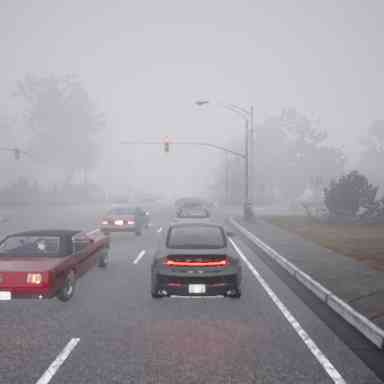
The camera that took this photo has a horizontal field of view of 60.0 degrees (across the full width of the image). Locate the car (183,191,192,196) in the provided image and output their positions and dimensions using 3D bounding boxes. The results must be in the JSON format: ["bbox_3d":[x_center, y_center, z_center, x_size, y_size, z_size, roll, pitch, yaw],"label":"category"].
[{"bbox_3d":[-1.441,0.429,95.186,2.033,1.411,5.357,0,1,-7],"label":"car"}]

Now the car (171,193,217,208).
[{"bbox_3d":[0.376,1.222,36.172,4.902,1.511,2.128,0,1,32],"label":"car"}]

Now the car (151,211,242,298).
[{"bbox_3d":[0.086,1.470,8.390,1.837,1.490,4.892,0,0,0],"label":"car"}]

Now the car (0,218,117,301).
[{"bbox_3d":[-3.415,1.567,8.209,1.895,1.301,4.718,0,0,0],"label":"car"}]

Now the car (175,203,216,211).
[{"bbox_3d":[0.076,1.490,17.703,1.895,1.301,4.718,0,0,0],"label":"car"}]

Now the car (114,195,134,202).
[{"bbox_3d":[-10.695,1.166,51.236,1.994,1.385,4.181,0,1,0],"label":"car"}]

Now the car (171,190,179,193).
[{"bbox_3d":[-4.159,0.732,84.771,2.128,1.511,4.902,0,1,-4],"label":"car"}]

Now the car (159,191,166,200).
[{"bbox_3d":[-7.184,0.961,69.608,2.033,1.411,5.357,0,1,-1],"label":"car"}]

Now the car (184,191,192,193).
[{"bbox_3d":[-0.686,0.752,85.309,1.994,1.385,4.181,0,1,-4],"label":"car"}]

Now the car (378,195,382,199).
[{"bbox_3d":[23.743,0.928,39.025,5.566,2.045,2.150,0,0,-4],"label":"car"}]

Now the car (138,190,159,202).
[{"bbox_3d":[-7.200,0.917,55.551,2.097,1.767,4.553,0,0,0],"label":"car"}]

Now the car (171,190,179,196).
[{"bbox_3d":[-4.921,0.248,94.818,2.097,1.767,4.553,0,1,-7],"label":"car"}]

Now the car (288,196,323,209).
[{"bbox_3d":[13.659,1.204,38.436,4.902,1.511,2.128,0,0,-3],"label":"car"}]

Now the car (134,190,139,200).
[{"bbox_3d":[-10.670,0.653,68.637,2.150,2.045,5.566,0,1,-1],"label":"car"}]

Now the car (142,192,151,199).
[{"bbox_3d":[-10.963,0.755,80.404,1.882,1.535,5.008,0,1,-2],"label":"car"}]

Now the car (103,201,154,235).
[{"bbox_3d":[-3.449,1.436,17.798,2.033,1.411,5.357,0,0,-1],"label":"car"}]
